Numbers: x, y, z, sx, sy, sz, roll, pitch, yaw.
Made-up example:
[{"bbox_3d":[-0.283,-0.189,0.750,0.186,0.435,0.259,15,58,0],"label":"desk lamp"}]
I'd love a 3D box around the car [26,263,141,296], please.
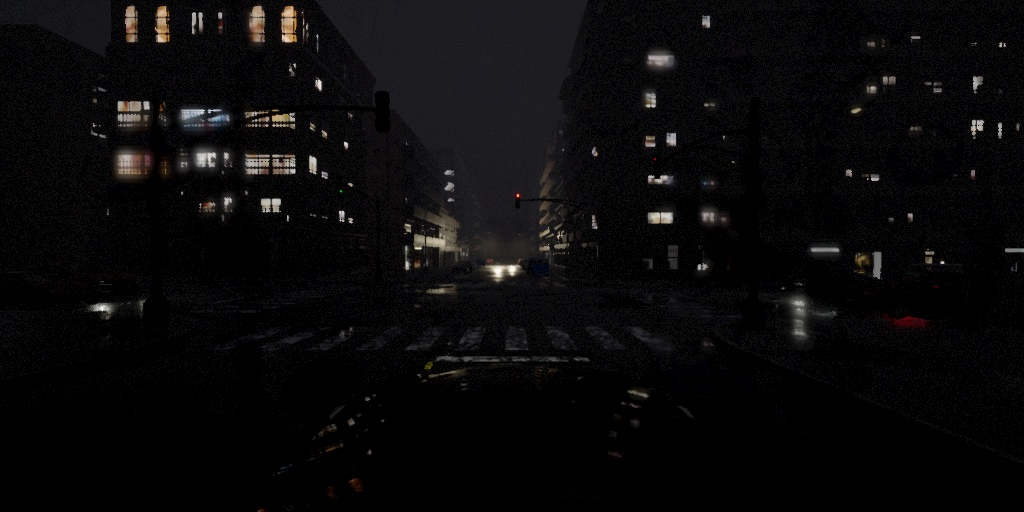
[{"bbox_3d":[-19.417,1.072,15.809,5.008,1.535,1.882,1,0,0],"label":"car"}]

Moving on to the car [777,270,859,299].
[{"bbox_3d":[16.736,1.450,19.020,4.674,1.442,1.812,1,0,0],"label":"car"}]

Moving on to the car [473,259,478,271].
[{"bbox_3d":[-5.921,1.352,47.034,1.948,1.339,4.313,0,0,0],"label":"car"}]

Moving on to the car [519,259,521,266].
[{"bbox_3d":[2.584,1.252,58.039,1.967,1.591,4.097,0,0,0],"label":"car"}]

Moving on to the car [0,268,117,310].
[{"bbox_3d":[-17.763,1.214,13.228,4.207,1.307,1.802,0,0,0],"label":"car"}]

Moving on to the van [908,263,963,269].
[{"bbox_3d":[26.060,1.342,21.598,3.998,1.789,1.690,0,0,0],"label":"van"}]

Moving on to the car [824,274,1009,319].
[{"bbox_3d":[14.690,1.498,13.228,4.507,1.381,1.888,0,0,0],"label":"car"}]

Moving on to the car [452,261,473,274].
[{"bbox_3d":[-5.910,1.358,41.512,1.802,1.307,4.207,0,0,0],"label":"car"}]

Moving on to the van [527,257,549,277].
[{"bbox_3d":[2.755,1.108,35.981,1.690,1.789,3.998,0,0,0],"label":"van"}]

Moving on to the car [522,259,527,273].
[{"bbox_3d":[2.657,1.091,41.478,2.192,1.841,5.009,0,0,0],"label":"car"}]

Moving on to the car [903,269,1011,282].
[{"bbox_3d":[20.269,1.494,15.839,4.892,1.490,1.837,1,0,0],"label":"car"}]
